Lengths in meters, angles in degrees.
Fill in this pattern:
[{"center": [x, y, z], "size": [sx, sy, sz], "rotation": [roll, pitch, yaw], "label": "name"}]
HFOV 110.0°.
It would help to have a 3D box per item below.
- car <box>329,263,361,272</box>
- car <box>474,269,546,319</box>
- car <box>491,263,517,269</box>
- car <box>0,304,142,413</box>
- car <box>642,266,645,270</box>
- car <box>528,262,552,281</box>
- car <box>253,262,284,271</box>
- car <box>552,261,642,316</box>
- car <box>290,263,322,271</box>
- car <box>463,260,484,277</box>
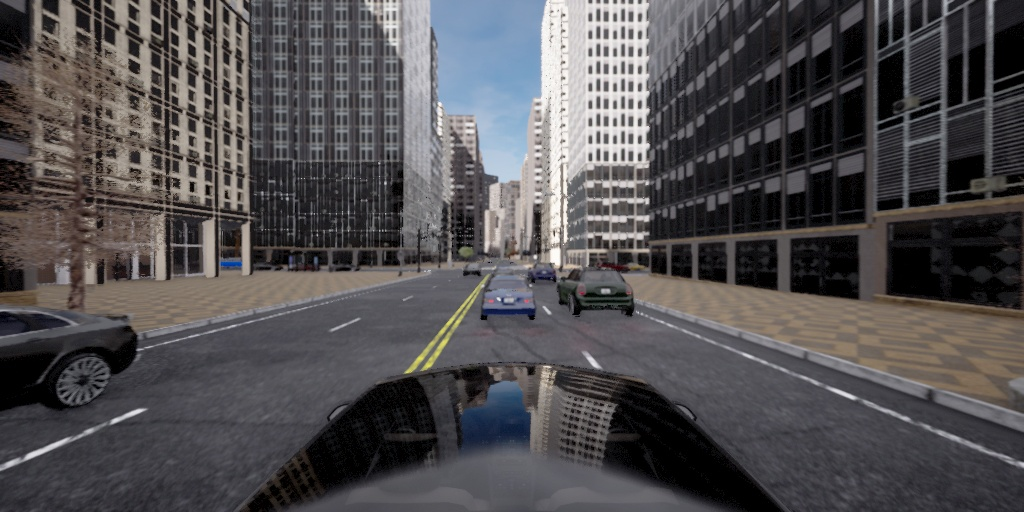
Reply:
[{"center": [-24.186, 1.645, 52.045], "size": [4.313, 1.339, 1.948], "rotation": [0, 0, -1], "label": "car"}, {"center": [-0.166, 1.394, 13.232], "size": [2.033, 1.411, 5.357], "rotation": [0, 0, -2], "label": "car"}, {"center": [-0.733, 1.559, 32.050], "size": [1.994, 1.385, 4.181], "rotation": [0, 0, -2], "label": "car"}, {"center": [-6.635, 1.271, 3.421], "size": [2.128, 1.511, 4.902], "rotation": [0, -1, 0], "label": "car"}, {"center": [20.092, 1.829, 61.158], "size": [4.829, 1.417, 1.751], "rotation": [0, 0, -1], "label": "car"}, {"center": [2.546, 1.333, 31.103], "size": [2.097, 1.767, 4.553], "rotation": [0, 0, -2], "label": "car"}, {"center": [-35.555, 1.568, 52.004], "size": [4.313, 1.339, 1.948], "rotation": [0, 0, -1], "label": "car"}, {"center": [3.046, 1.196, 13.981], "size": [2.097, 1.767, 4.553], "rotation": [0, 0, -1], "label": "car"}, {"center": [-29.871, 1.623, 52.004], "size": [4.207, 1.307, 1.802], "rotation": [0, 0, -1], "label": "car"}, {"center": [-4.372, 1.543, 40.179], "size": [1.882, 1.535, 5.008], "rotation": [0, -1, -1], "label": "car"}]
